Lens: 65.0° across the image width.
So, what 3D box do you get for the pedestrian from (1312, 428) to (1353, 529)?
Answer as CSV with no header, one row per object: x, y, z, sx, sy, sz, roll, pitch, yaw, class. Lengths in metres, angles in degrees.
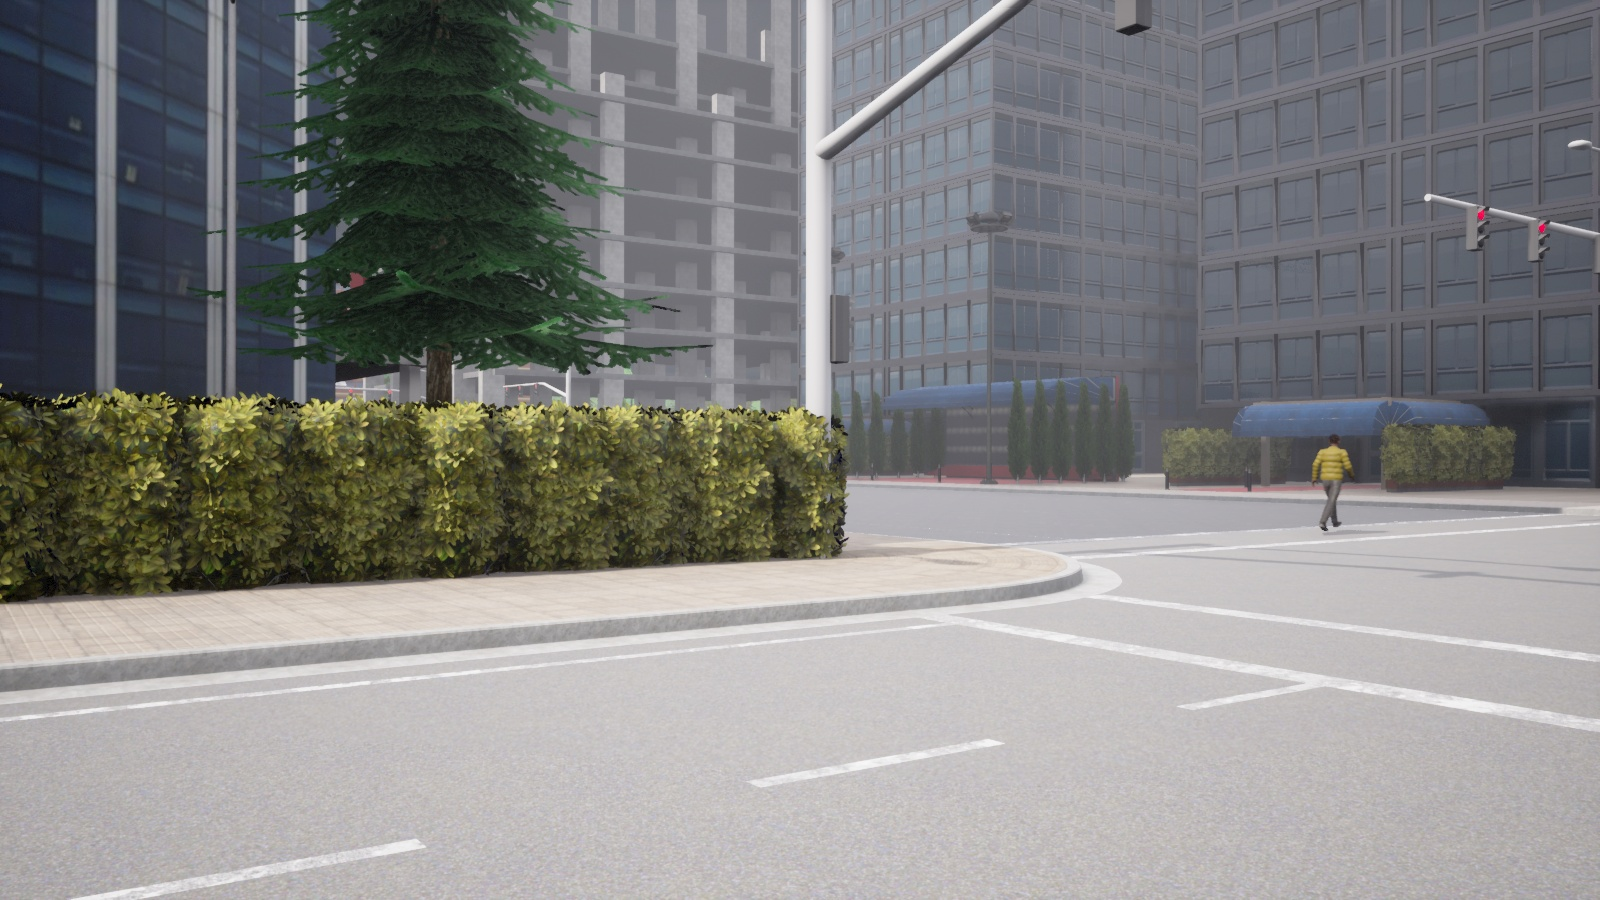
9.896,0.519,23.352,0.709,1.840,0.431,0,0,-41,pedestrian
